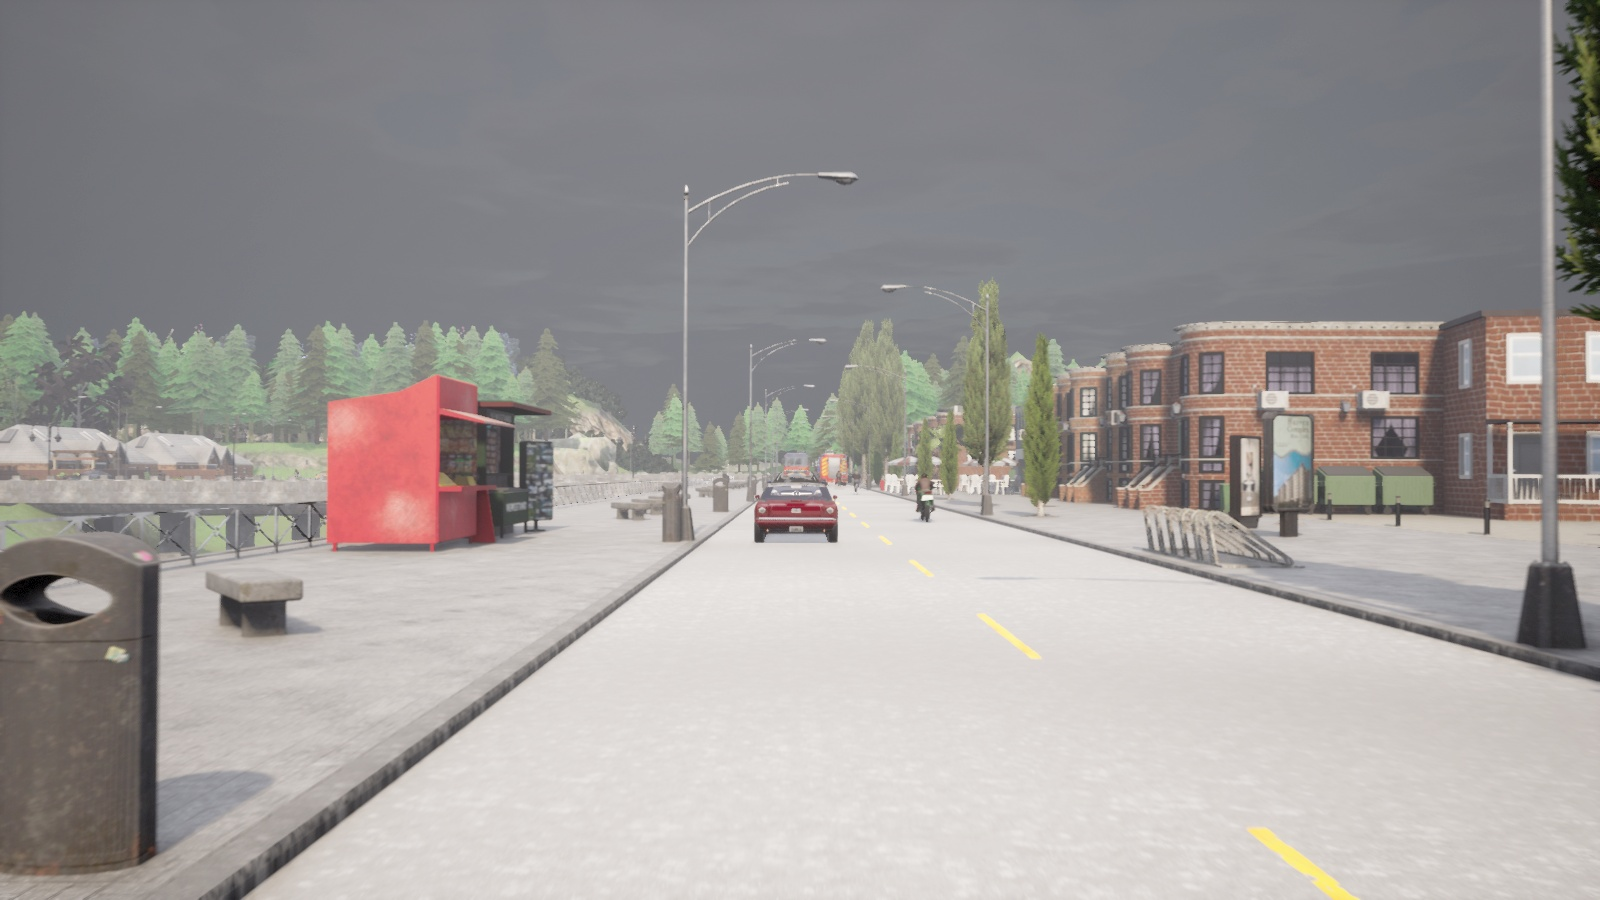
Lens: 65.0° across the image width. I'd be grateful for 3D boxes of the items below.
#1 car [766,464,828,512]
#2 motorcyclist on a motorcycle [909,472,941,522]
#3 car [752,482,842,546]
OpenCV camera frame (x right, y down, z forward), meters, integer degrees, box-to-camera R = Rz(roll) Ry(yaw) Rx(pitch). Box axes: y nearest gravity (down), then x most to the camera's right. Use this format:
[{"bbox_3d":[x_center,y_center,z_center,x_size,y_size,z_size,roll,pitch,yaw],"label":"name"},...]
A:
[{"bbox_3d":[-0.121,1.364,45.979,2.152,1.651,5.027,0,-1,0],"label":"car"},{"bbox_3d":[3.897,1.440,39.304,0.797,1.523,2.044,0,-1,0],"label":"motorcyclist on a motorcycle"},{"bbox_3d":[-0.075,1.398,28.818,1.895,1.301,4.718,0,-1,0],"label":"car"}]
